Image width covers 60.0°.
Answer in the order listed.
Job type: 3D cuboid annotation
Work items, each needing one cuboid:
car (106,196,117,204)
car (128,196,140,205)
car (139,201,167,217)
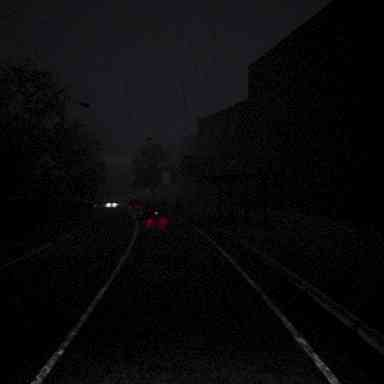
[{"bbox_3d":[-15.987,1.572,66.507,2.128,1.511,4.902,-1,0,-14],"label":"car"},{"bbox_3d":[-9.835,1.479,56.254,1.812,1.442,4.674,-1,0,-14],"label":"car"},{"bbox_3d":[-3.559,1.528,30.902,1.895,1.301,4.718,-1,0,-12],"label":"car"}]
